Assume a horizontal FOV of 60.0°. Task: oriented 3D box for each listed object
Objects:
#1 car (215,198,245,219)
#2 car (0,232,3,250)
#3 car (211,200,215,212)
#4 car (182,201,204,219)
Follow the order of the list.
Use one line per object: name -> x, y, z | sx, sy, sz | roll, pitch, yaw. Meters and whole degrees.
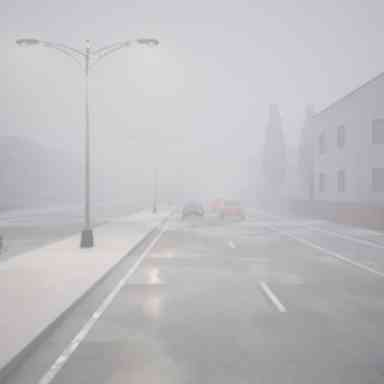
car -> 3.536, 1.493, 30.589 | 2.097, 1.767, 4.553 | 0, 0, 0
car -> -8.101, 1.616, 10.850 | 1.994, 1.385, 4.181 | 0, 0, 0
car -> 3.537, 1.545, 41.889 | 2.097, 1.767, 4.553 | 0, 0, 0
car -> 0.085, 1.742, 30.277 | 1.895, 1.301, 4.718 | 0, 0, 0
